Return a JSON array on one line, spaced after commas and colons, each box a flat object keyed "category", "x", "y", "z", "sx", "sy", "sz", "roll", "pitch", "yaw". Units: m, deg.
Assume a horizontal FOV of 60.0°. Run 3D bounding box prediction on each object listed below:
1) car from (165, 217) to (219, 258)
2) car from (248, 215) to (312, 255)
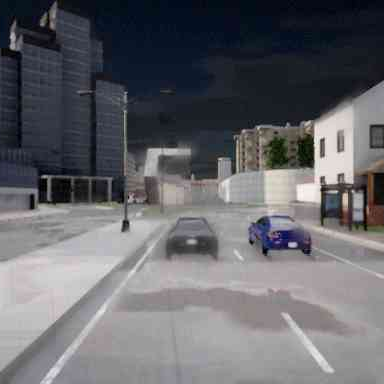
[{"category": "car", "x": 0.014, "y": 1.715, "z": 13.519, "sx": 1.994, "sy": 1.385, "sz": 4.181, "roll": 0, "pitch": -1, "yaw": 1}, {"category": "car", "x": 3.521, "y": 1.680, "z": 13.874, "sx": 1.812, "sy": 1.442, "sz": 4.674, "roll": 0, "pitch": 0, "yaw": 0}]
